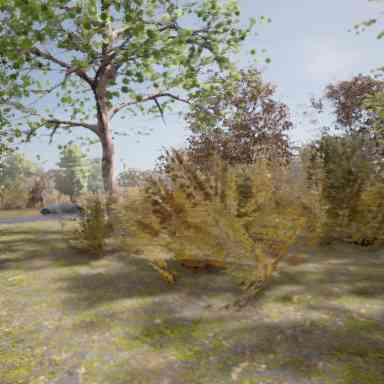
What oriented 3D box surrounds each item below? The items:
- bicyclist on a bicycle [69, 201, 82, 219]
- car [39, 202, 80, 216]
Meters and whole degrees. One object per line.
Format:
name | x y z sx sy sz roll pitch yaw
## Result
bicyclist on a bicycle | -9.894 1.553 28.413 1.656 1.620 0.582 0 0 26
car | -13.794 1.703 34.927 1.994 1.385 4.181 0 0 26
